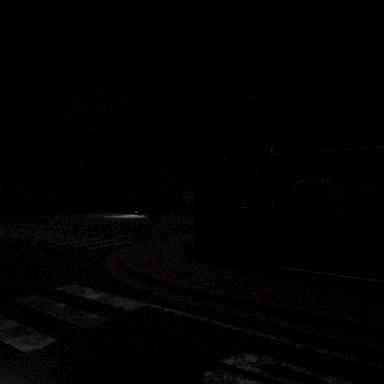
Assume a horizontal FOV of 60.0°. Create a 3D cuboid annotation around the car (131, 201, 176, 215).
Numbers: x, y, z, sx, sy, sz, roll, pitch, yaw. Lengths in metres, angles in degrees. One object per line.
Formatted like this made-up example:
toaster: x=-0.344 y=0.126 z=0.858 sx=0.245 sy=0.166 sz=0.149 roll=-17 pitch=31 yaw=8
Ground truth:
car: x=-3.916 y=1.601 z=34.714 sx=2.033 sy=1.411 sz=5.357 roll=0 pitch=0 yaw=36
